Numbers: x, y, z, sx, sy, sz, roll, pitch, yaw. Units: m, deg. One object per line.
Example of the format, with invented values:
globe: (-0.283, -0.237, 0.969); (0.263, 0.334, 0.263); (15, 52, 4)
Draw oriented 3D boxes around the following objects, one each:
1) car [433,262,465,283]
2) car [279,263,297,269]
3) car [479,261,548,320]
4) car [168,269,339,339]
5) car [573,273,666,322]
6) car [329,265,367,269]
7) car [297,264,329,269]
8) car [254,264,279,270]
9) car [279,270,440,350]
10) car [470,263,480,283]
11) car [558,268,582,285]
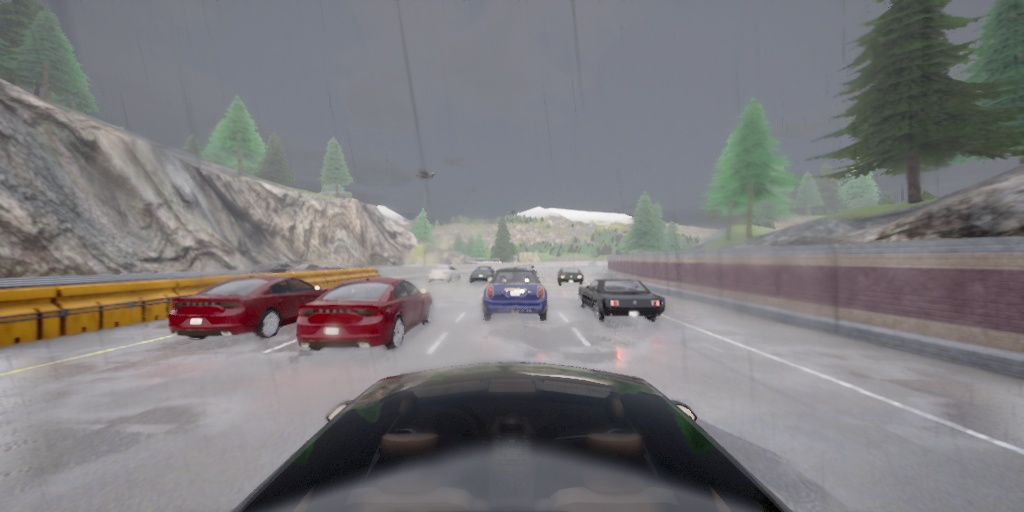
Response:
car: (-5.701, 1.508, 30.749); (1.812, 1.442, 4.674); (0, 0, 7)
car: (-22.367, 1.575, 38.899); (1.812, 1.442, 4.674); (0, 0, 10)
car: (0.136, 1.194, 13.231); (2.097, 1.767, 4.553); (0, 0, 1)
car: (-6.894, 1.297, 10.318); (1.882, 1.535, 5.008); (0, 0, 0)
car: (3.622, 1.439, 12.785); (1.895, 1.301, 4.718); (0, 0, 1)
car: (-15.777, 1.588, 35.847); (1.994, 1.385, 4.181); (0, 0, 9)
car: (-19.190, 1.633, 36.836); (1.895, 1.301, 4.718); (0, 0, 9)
car: (-25.864, 1.557, 39.157); (1.837, 1.490, 4.892); (0, -1, 10)
car: (-3.399, 1.288, 9.277); (1.882, 1.535, 5.008); (0, 0, 0)
car: (-2.222, 1.543, 30.309); (1.994, 1.385, 4.181); (0, 0, 7)
car: (4.539, 1.562, 28.169); (1.895, 1.301, 4.718); (0, 0, 6)
